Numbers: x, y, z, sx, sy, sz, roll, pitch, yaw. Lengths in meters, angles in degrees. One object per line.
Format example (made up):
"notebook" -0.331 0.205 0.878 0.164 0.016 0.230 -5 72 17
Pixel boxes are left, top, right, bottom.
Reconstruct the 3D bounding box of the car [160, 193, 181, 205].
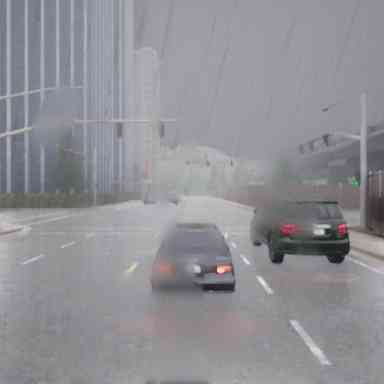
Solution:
"car" -3.552 1.136 56.234 2.150 2.045 5.566 0 0 1

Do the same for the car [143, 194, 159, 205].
"car" -7.060 1.422 55.737 1.837 1.490 4.892 0 0 0

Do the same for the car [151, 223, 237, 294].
"car" 0.057 1.534 8.923 2.033 1.411 5.357 0 0 1

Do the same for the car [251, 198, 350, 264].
"car" 3.574 1.204 11.955 2.150 2.045 5.566 0 0 1

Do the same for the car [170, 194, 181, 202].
"car" -3.482 1.249 71.639 2.097 1.767 4.553 0 0 0
